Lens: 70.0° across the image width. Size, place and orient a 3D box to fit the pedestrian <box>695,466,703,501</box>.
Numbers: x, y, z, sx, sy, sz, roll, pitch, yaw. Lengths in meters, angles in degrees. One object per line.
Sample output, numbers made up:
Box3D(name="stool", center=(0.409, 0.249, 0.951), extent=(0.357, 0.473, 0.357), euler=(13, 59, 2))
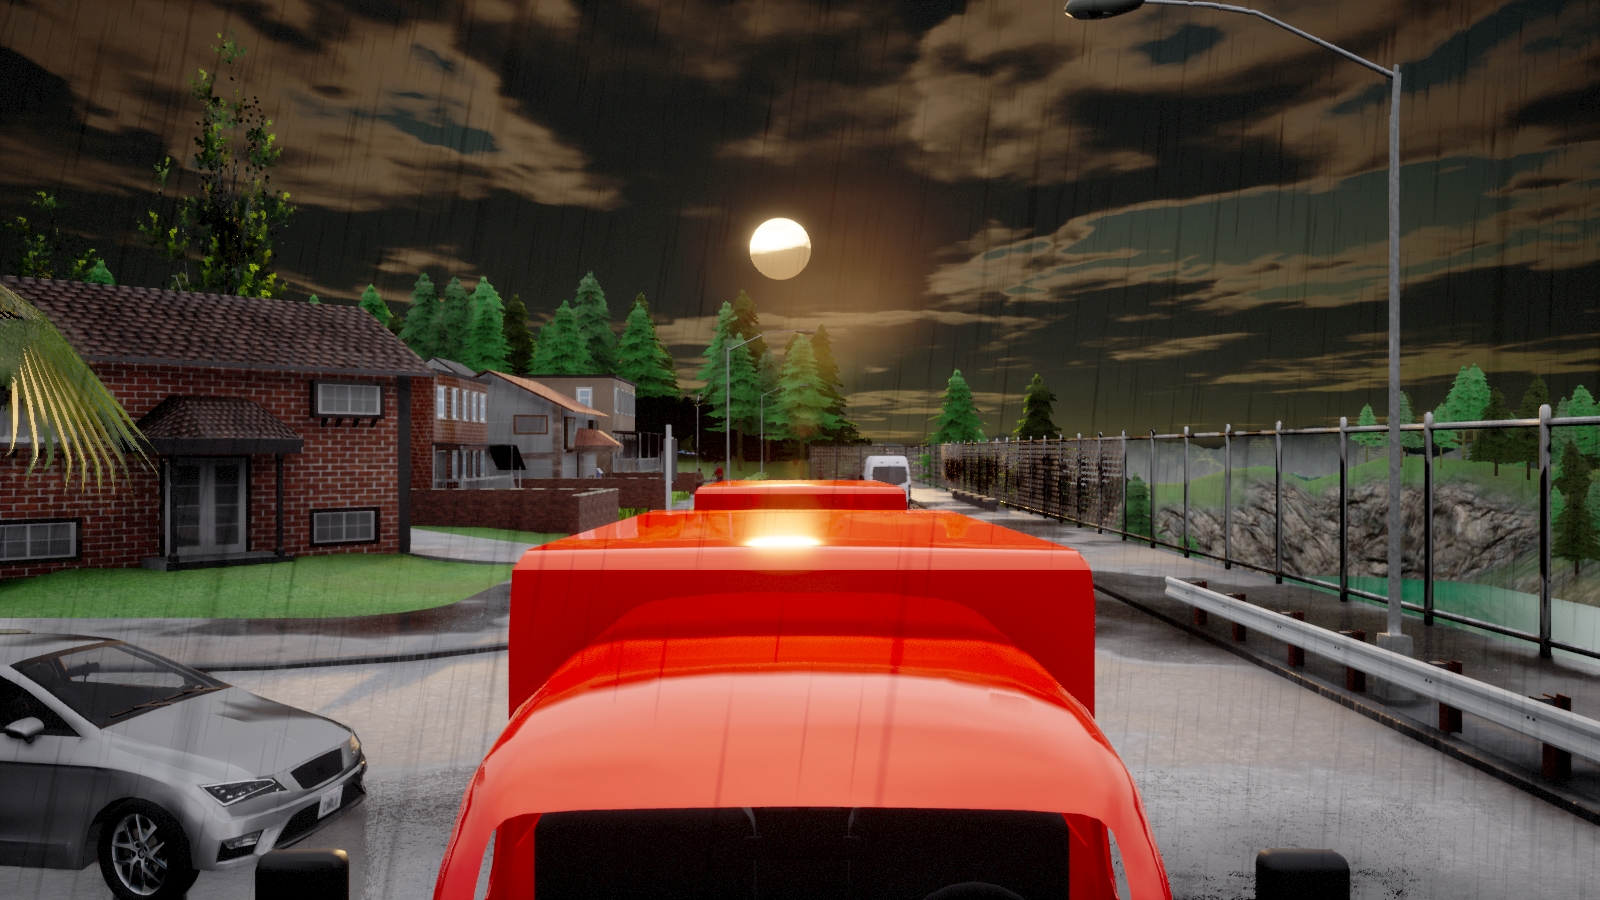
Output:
Box3D(name="pedestrian", center=(-5.296, 1.769, 60.120), extent=(0.375, 1.860, 0.375), euler=(0, 0, 0))

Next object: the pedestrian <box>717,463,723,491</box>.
Box3D(name="pedestrian", center=(-5.291, 1.775, 75.447), extent=(0.375, 1.860, 0.375), euler=(0, 0, 0))

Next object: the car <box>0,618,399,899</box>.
Box3D(name="car", center=(-5.218, 2.069, 7.982), extent=(4.193, 1.474, 1.816), euler=(0, 0, 8))

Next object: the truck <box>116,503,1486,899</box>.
Box3D(name="truck", center=(0.003, 1.571, 4.792), extent=(2.627, 2.467, 5.204), euler=(0, 0, 0))

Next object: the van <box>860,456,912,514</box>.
Box3D(name="van", center=(3.992, 1.556, 53.764), extent=(1.988, 2.561, 5.915), euler=(0, 0, 0))
